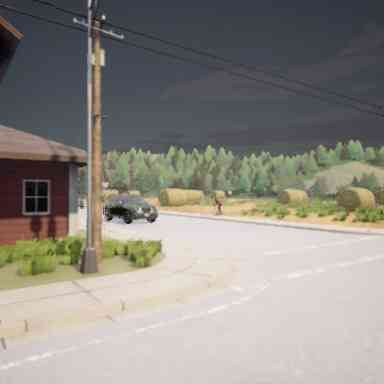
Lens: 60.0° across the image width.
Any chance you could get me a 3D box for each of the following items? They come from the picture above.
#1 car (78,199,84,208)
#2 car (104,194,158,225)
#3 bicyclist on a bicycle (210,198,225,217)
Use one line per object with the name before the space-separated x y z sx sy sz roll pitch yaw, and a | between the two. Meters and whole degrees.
car | -16.991 1.556 47.661 1.994 1.385 4.181 0 0 -36
car | -4.668 1.208 24.689 2.150 2.045 5.566 0 0 -36
bicyclist on a bicycle | 2.129 1.296 28.077 1.656 1.620 0.582 0 0 -36
